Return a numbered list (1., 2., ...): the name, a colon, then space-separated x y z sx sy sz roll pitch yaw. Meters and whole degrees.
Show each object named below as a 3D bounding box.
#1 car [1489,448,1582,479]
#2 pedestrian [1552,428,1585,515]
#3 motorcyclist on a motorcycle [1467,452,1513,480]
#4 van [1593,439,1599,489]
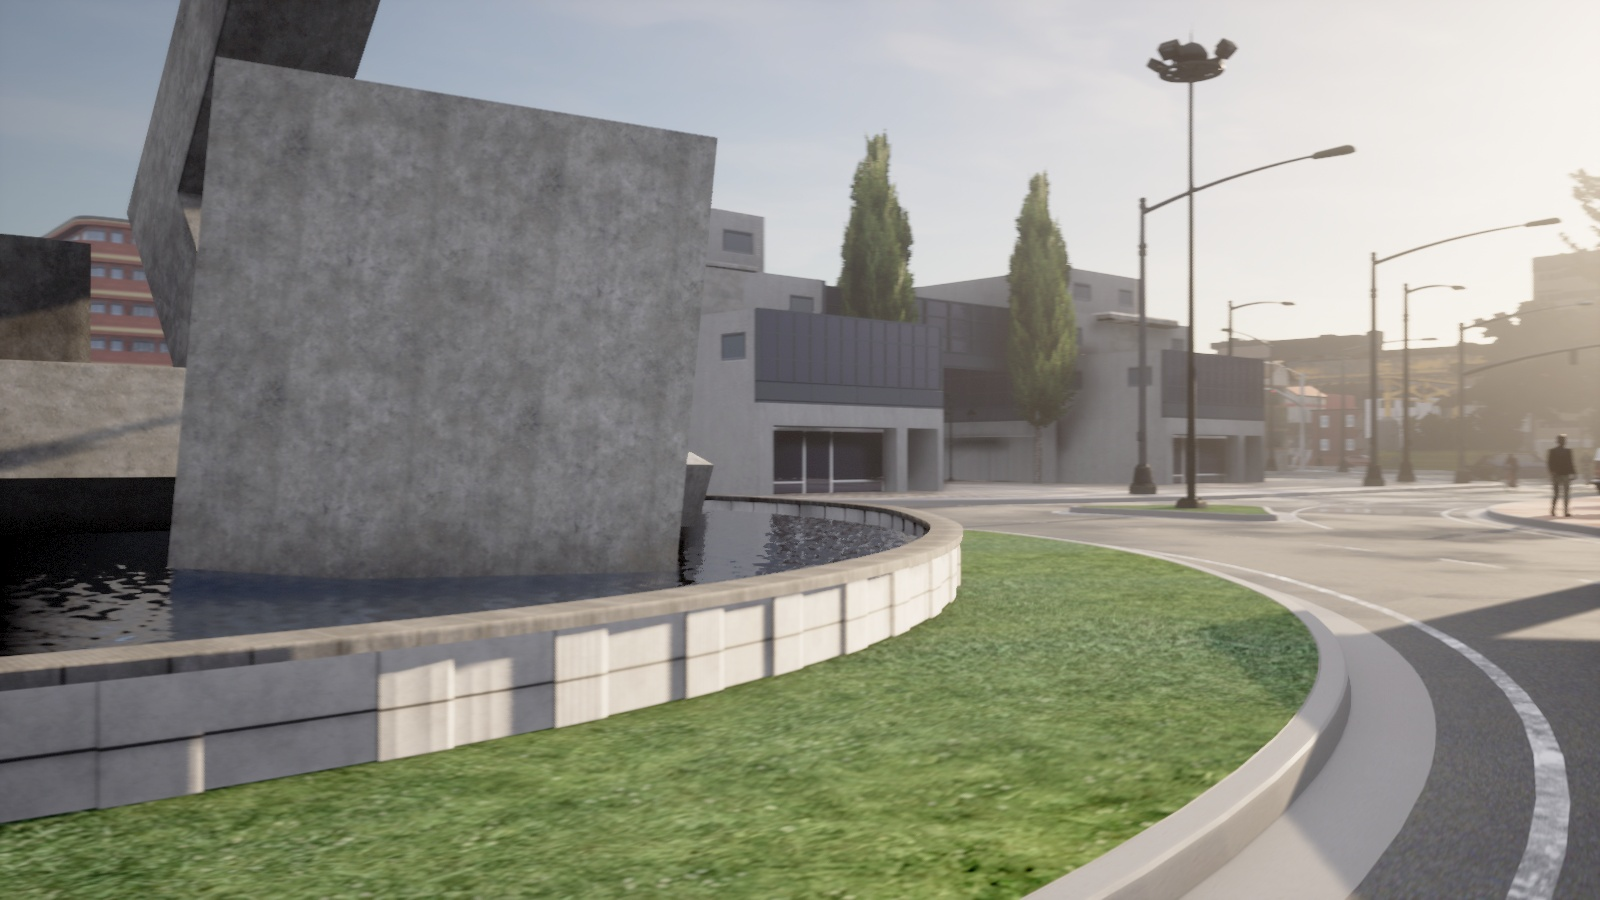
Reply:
1. car: 42.195 0.769 72.060 4.553 1.767 2.097 0 0 33
2. pedestrian: 16.577 0.454 27.104 0.431 1.840 0.703 0 0 16
3. motorcyclist on a motorcycle: 38.214 0.896 69.555 0.797 1.523 2.044 0 0 -42
4. van: 34.655 0.573 51.828 4.480 2.038 2.069 0 0 -41
